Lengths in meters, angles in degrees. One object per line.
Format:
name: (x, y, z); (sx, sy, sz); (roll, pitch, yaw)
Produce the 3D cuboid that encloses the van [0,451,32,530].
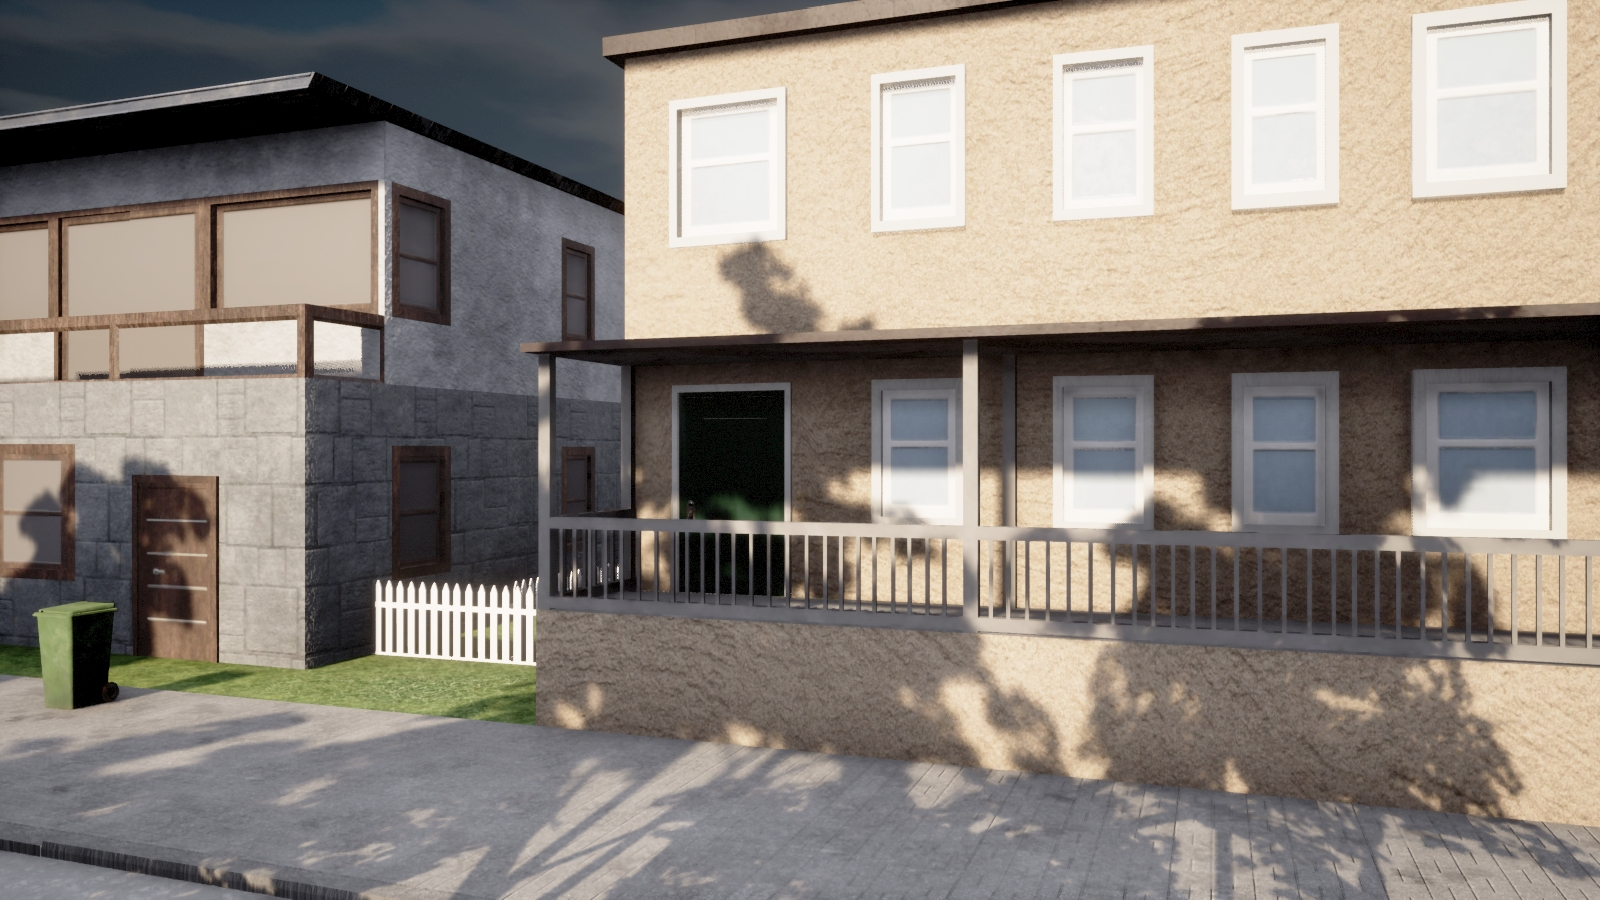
van: (-27.753, 1.329, 35.973); (1.988, 2.561, 5.915); (0, 0, 20)
